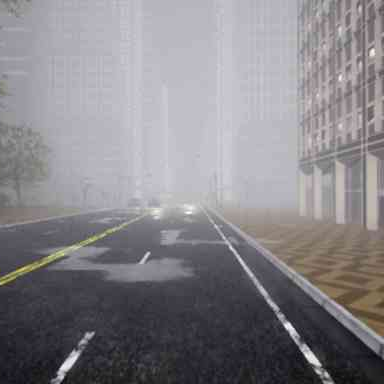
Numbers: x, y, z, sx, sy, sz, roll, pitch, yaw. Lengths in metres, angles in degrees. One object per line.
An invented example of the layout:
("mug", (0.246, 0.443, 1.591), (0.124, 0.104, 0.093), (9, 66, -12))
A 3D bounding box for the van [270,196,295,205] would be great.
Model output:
("van", (18.344, 1.774, 66.364), (3.998, 1.788, 1.690), (0, 0, 2))

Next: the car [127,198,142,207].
("car", (-9.783, 1.810, 57.073), (1.882, 1.535, 5.008), (0, -1, 0))

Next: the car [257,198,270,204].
("car", (17.071, 2.011, 74.535), (4.829, 1.417, 1.752), (0, 0, 2))

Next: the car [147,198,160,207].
("car", (-6.533, 1.810, 57.072), (1.882, 1.535, 5.008), (0, -1, 0))
